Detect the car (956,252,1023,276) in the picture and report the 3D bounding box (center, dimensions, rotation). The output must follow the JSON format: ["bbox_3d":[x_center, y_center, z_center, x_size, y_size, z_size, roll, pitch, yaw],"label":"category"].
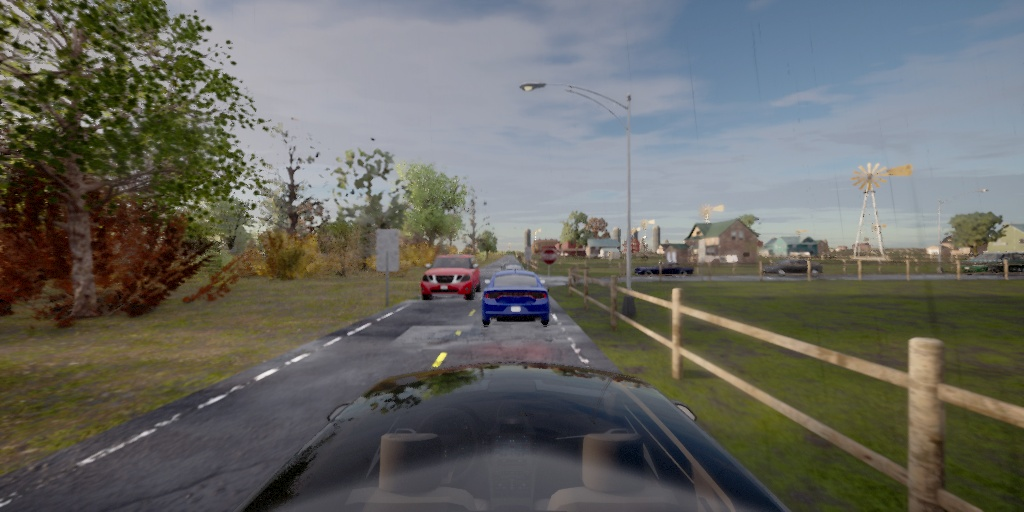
[{"bbox_3d":[42.826,0.700,31.605,5.566,2.045,2.150,0,0,-1],"label":"car"}]

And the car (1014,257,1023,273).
[{"bbox_3d":[44.605,1.002,28.777,5.357,1.411,2.033,0,0,0],"label":"car"}]

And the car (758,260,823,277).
[{"bbox_3d":[24.233,1.065,31.320,4.892,1.490,1.837,-1,0,-1],"label":"car"}]

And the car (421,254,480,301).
[{"bbox_3d":[-2.755,0.927,17.310,2.150,2.045,5.566,0,0,0],"label":"car"}]

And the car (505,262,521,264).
[{"bbox_3d":[0.094,1.198,26.759,1.812,1.442,4.674,0,0,0],"label":"car"}]

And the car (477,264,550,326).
[{"bbox_3d":[0.099,1.198,11.647,1.882,1.535,5.008,0,0,0],"label":"car"}]

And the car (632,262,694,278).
[{"bbox_3d":[13.052,1.209,31.161,4.718,1.301,1.895,0,0,0],"label":"car"}]
